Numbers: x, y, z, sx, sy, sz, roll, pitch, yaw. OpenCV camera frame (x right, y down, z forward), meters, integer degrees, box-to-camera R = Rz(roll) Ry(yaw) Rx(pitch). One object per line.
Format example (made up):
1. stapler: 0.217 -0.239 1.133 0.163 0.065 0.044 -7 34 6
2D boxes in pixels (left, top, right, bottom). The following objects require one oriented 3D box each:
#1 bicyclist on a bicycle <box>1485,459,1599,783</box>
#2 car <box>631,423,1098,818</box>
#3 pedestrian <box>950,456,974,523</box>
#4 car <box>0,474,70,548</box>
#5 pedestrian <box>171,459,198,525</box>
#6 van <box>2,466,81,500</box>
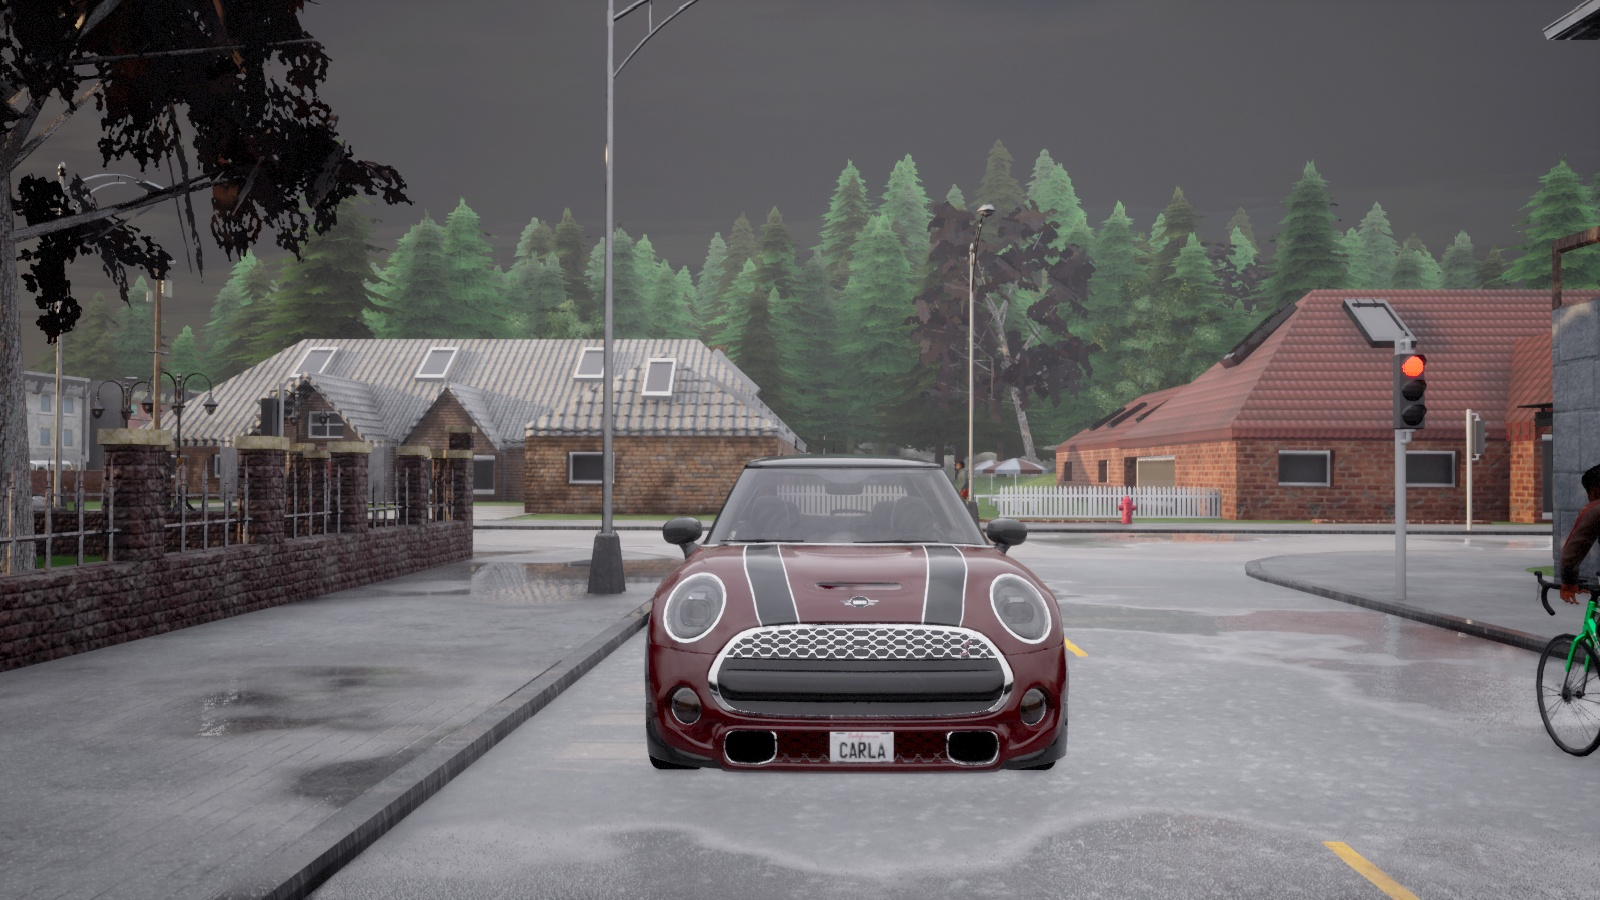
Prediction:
1. bicyclist on a bicycle: 4.294 0.860 6.524 0.582 1.620 1.656 0 -1 2
2. car: 0.271 0.805 7.943 2.097 1.767 4.553 0 -1 0
3. pedestrian: 4.517 1.093 35.084 0.614 1.847 0.353 0 -1 0
4. car: -18.574 1.289 27.041 4.514 1.525 2.007 0 -1 0
5. pedestrian: -17.358 1.187 35.394 0.634 1.846 0.331 -1 -1 21
6. van: -46.871 2.027 77.685 2.069 2.038 4.480 0 -1 2
